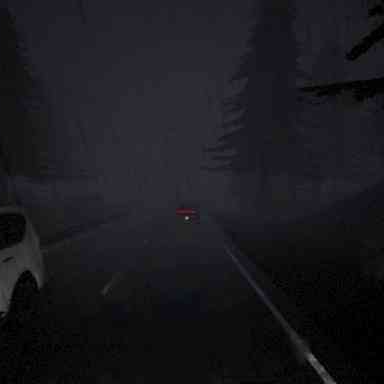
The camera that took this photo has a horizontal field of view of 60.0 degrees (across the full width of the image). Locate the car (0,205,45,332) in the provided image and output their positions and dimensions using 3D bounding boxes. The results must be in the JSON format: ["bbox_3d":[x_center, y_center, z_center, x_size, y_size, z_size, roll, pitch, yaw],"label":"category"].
[{"bbox_3d":[-3.716,1.230,3.884,2.150,2.045,5.566,0,0,-2],"label":"car"}]

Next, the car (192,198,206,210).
[{"bbox_3d":[0.422,1.534,42.037,1.882,1.535,5.008,-1,0,12],"label":"car"}]

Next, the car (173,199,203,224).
[{"bbox_3d":[-0.358,1.535,25.030,1.837,1.490,4.892,0,-1,0],"label":"car"}]
